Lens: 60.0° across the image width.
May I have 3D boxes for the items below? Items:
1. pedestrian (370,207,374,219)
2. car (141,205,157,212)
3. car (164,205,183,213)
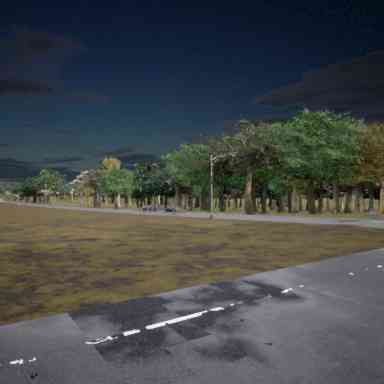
[{"bbox_3d":[19.252,2.203,35.553,0.375,1.300,0.375,-2,1,-33],"label":"pedestrian"},{"bbox_3d":[-9.263,3.559,71.755,1.837,1.490,4.892,1,-2,-33],"label":"car"},{"bbox_3d":[-3.494,3.250,63.143,2.128,1.511,4.902,1,-2,-33],"label":"car"}]
